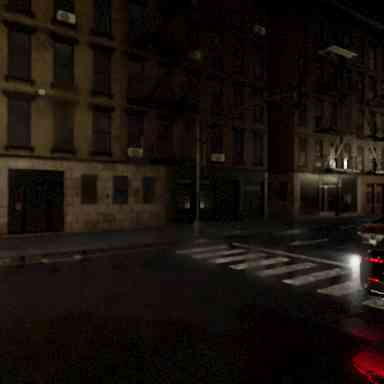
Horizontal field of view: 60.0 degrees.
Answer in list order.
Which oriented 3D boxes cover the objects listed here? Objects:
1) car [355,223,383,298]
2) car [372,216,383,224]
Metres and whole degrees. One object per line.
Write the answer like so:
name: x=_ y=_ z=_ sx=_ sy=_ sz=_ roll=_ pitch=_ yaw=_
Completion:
car: x=5.645 y=1.531 z=7.361 sx=4.892 sy=1.490 sz=1.837 roll=1 pitch=-1 yaw=-35
car: x=8.596 y=1.573 z=13.539 sx=4.674 sy=1.442 sz=1.812 roll=0 pitch=0 yaw=-34
